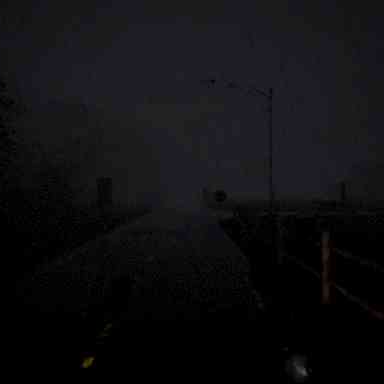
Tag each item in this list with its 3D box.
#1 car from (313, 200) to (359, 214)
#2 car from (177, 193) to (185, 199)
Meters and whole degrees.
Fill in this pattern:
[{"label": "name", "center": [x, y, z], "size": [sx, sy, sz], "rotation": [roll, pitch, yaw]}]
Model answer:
[{"label": "car", "center": [14.085, 1.446, 32.674], "size": [4.181, 1.385, 1.994], "rotation": [0, 0, -1]}, {"label": "car", "center": [-2.713, 0.987, 84.416], "size": [1.994, 1.385, 4.181], "rotation": [0, 0, 0]}]
